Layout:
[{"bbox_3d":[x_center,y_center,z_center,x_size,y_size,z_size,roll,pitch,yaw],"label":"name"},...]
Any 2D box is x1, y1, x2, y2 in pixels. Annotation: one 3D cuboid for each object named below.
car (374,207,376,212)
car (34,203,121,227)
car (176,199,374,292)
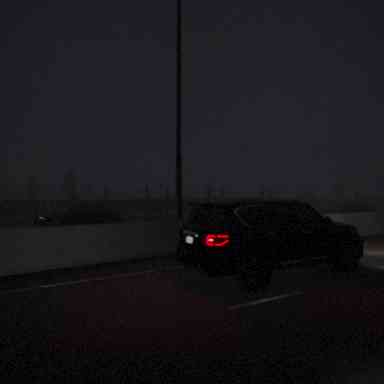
[{"bbox_3d":[11.699,1.451,25.500,5.008,1.535,1.882,0,0,-21],"label":"car"},{"bbox_3d":[-6.820,1.428,20.147,5.008,1.535,1.882,0,0,-31],"label":"car"},{"bbox_3d":[2.251,1.208,9.114,5.566,2.045,2.150,0,0,-31],"label":"car"}]
